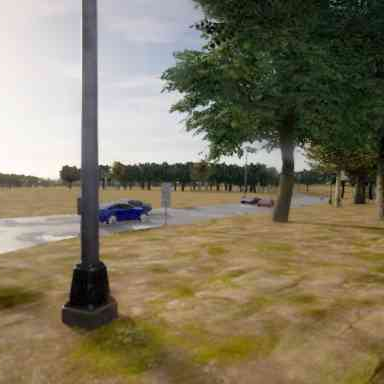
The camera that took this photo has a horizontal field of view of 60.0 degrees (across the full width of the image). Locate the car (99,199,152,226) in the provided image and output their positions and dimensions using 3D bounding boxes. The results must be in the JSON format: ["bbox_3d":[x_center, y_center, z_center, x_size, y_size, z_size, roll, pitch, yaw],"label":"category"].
[{"bbox_3d":[-5.300,1.450,23.968,1.882,1.535,5.008,3,2,34],"label":"car"}]

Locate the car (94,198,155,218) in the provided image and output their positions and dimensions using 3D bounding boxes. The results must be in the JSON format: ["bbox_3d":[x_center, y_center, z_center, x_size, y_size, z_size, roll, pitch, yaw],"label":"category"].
[{"bbox_3d":[-5.865,1.343,29.668,2.033,1.411,5.357,4,3,34],"label":"car"}]

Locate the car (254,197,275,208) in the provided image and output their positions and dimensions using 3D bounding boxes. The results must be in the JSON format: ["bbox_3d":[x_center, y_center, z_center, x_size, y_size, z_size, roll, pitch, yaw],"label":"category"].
[{"bbox_3d":[11.434,1.573,49.872,1.994,1.385,4.181,3,1,32],"label":"car"}]

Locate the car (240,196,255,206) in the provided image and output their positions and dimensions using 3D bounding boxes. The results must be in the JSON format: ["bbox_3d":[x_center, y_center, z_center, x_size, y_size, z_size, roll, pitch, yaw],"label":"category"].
[{"bbox_3d":[9.541,1.403,53.611,2.033,1.411,5.357,4,1,31],"label":"car"}]
